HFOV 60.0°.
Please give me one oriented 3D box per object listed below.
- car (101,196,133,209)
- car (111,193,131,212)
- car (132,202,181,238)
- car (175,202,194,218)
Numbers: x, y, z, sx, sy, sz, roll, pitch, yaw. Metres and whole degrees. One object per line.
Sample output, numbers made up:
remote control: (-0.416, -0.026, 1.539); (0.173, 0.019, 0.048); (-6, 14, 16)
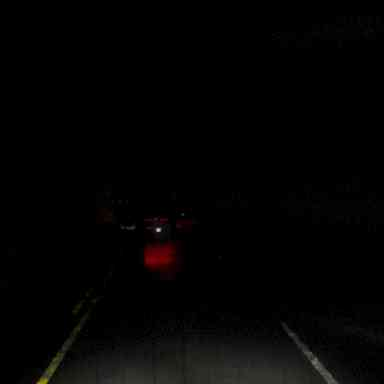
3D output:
car: (-9.674, 1.312, 42.542); (1.882, 1.535, 5.008); (0, 0, -42)
car: (-8.478, 1.085, 35.148); (2.150, 2.045, 5.566); (0, 0, -31)
car: (-1.981, 1.432, 17.312); (1.837, 1.490, 4.892); (0, 0, -11)
car: (-1.458, 1.478, 28.287); (1.895, 1.301, 4.718); (0, 0, -20)
